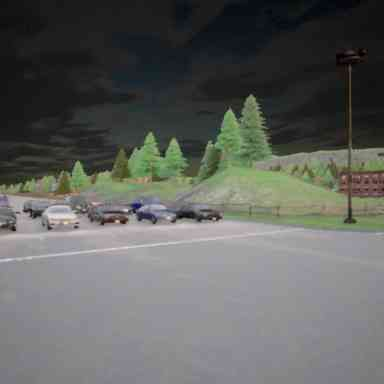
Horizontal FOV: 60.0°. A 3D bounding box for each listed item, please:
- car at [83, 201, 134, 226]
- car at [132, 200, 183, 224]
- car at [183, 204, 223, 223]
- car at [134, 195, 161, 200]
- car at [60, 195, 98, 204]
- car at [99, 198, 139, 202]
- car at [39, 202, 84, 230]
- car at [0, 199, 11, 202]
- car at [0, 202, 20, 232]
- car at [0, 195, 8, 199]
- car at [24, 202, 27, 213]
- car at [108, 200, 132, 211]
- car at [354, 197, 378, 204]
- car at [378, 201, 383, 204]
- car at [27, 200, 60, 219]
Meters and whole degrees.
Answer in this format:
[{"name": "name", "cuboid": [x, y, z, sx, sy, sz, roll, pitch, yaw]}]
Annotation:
[{"name": "car", "cuboid": [-6.415, 1.658, 25.013, 2.033, 1.411, 5.357, 0, 0, -30]}, {"name": "car", "cuboid": [-2.839, 1.633, 25.827, 1.812, 1.442, 4.674, 0, 0, -31]}, {"name": "car", "cuboid": [0.357, 1.655, 27.296, 2.033, 1.411, 5.357, 0, 0, -30]}, {"name": "car", "cuboid": [-4.751, 1.372, 36.116, 2.150, 2.045, 5.566, 0, 0, -31]}, {"name": "car", "cuboid": [-11.551, 1.375, 33.858, 2.150, 2.045, 5.566, 0, 0, -30]}, {"name": "car", "cuboid": [-7.519, 1.639, 33.889, 2.128, 1.511, 4.902, 0, 0, -30]}, {"name": "car", "cuboid": [-8.819, 1.629, 22.186, 1.812, 1.442, 4.674, 0, 0, -30]}, {"name": "car", "cuboid": [-16.947, 1.650, 29.206, 1.837, 1.490, 4.892, 0, 0, -30]}, {"name": "car", "cuboid": [-11.884, 1.607, 20.495, 1.837, 1.490, 4.892, 0, 0, -30]}, {"name": "car", "cuboid": [-22.181, 1.411, 38.237, 2.150, 2.045, 5.566, 0, 0, -30]}, {"name": "car", "cuboid": [-19.029, 1.737, 39.780, 2.033, 1.411, 5.357, 0, 0, -30]}, {"name": "car", "cuboid": [-9.794, 1.758, 44.874, 1.994, 1.385, 4.181, 0, 0, -30]}, {"name": "car", "cuboid": [33.301, 1.671, 63.814, 1.882, 1.535, 5.008, 0, 0, -15]}, {"name": "car", "cuboid": [37.512, 1.714, 60.950, 2.033, 1.411, 5.357, 0, 0, -12]}, {"name": "car", "cuboid": [-13.881, 1.624, 30.894, 1.882, 1.535, 5.008, 0, 0, -30]}]
